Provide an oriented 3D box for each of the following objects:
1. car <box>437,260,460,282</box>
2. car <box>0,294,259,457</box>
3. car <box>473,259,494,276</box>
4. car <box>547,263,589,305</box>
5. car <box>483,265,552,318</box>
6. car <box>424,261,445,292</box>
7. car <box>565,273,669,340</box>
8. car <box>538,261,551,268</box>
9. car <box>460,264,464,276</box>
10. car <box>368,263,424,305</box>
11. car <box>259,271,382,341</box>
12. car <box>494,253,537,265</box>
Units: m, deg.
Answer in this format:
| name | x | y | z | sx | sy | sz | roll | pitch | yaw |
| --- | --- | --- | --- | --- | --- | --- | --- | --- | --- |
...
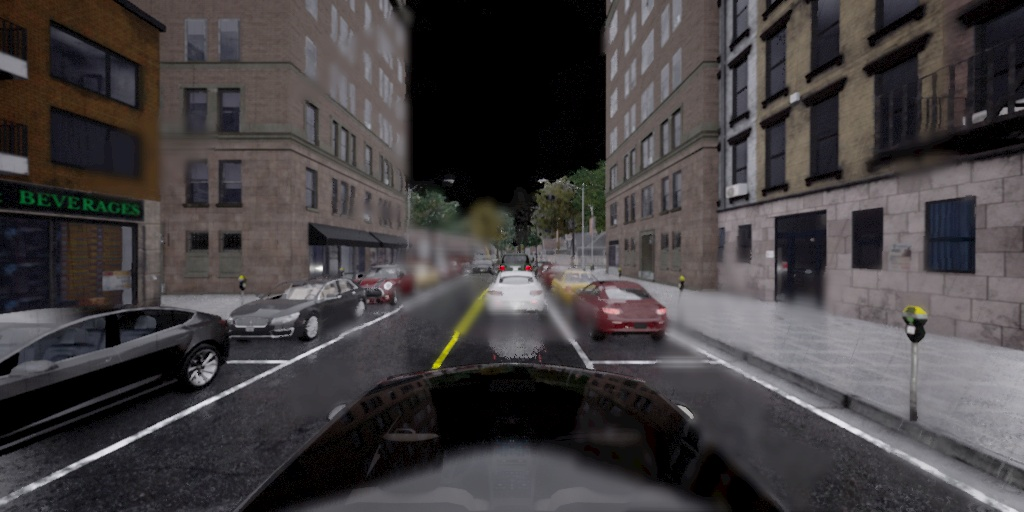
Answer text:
| name | x | y | z | sx | sy | sz | roll | pitch | yaw |
| --- | --- | --- | --- | --- | --- | --- | --- | --- | --- |
| car | -5.264 | 1.040 | 26.088 | 1.967 | 1.591 | 4.097 | 0 | 0 | 0 |
| car | -5.382 | 1.301 | 4.015 | 1.948 | 1.339 | 4.313 | 0 | 0 | 0 |
| car | -2.595 | 1.059 | 34.448 | 1.837 | 1.490 | 4.892 | 0 | 0 | 1 |
| car | 2.703 | 1.191 | 15.182 | 1.751 | 1.417 | 4.829 | 0 | 0 | 0 |
| car | 0.151 | 1.207 | 12.424 | 1.812 | 1.442 | 4.674 | 0 | 0 | 0 |
| car | -5.294 | 1.158 | 20.400 | 1.751 | 1.417 | 4.829 | 0 | 0 | 0 |
| car | 2.672 | 1.281 | 9.493 | 1.802 | 1.307 | 4.207 | 0 | 0 | 0 |
| car | 2.731 | 1.178 | 20.529 | 1.888 | 1.381 | 4.507 | 0 | 0 | 0 |
| car | -5.234 | 1.150 | 31.607 | 1.802 | 1.307 | 4.207 | 0 | 0 | 0 |
| car | -5.323 | 1.106 | 15.051 | 1.967 | 1.591 | 4.097 | 0 | 0 | 0 |
| car | -5.353 | 1.250 | 9.533 | 2.007 | 1.370 | 4.403 | 0 | 0 | 0 |
| car | 0.208 | 0.841 | 22.982 | 2.150 | 2.045 | 5.566 | 0 | 0 | 0 |
